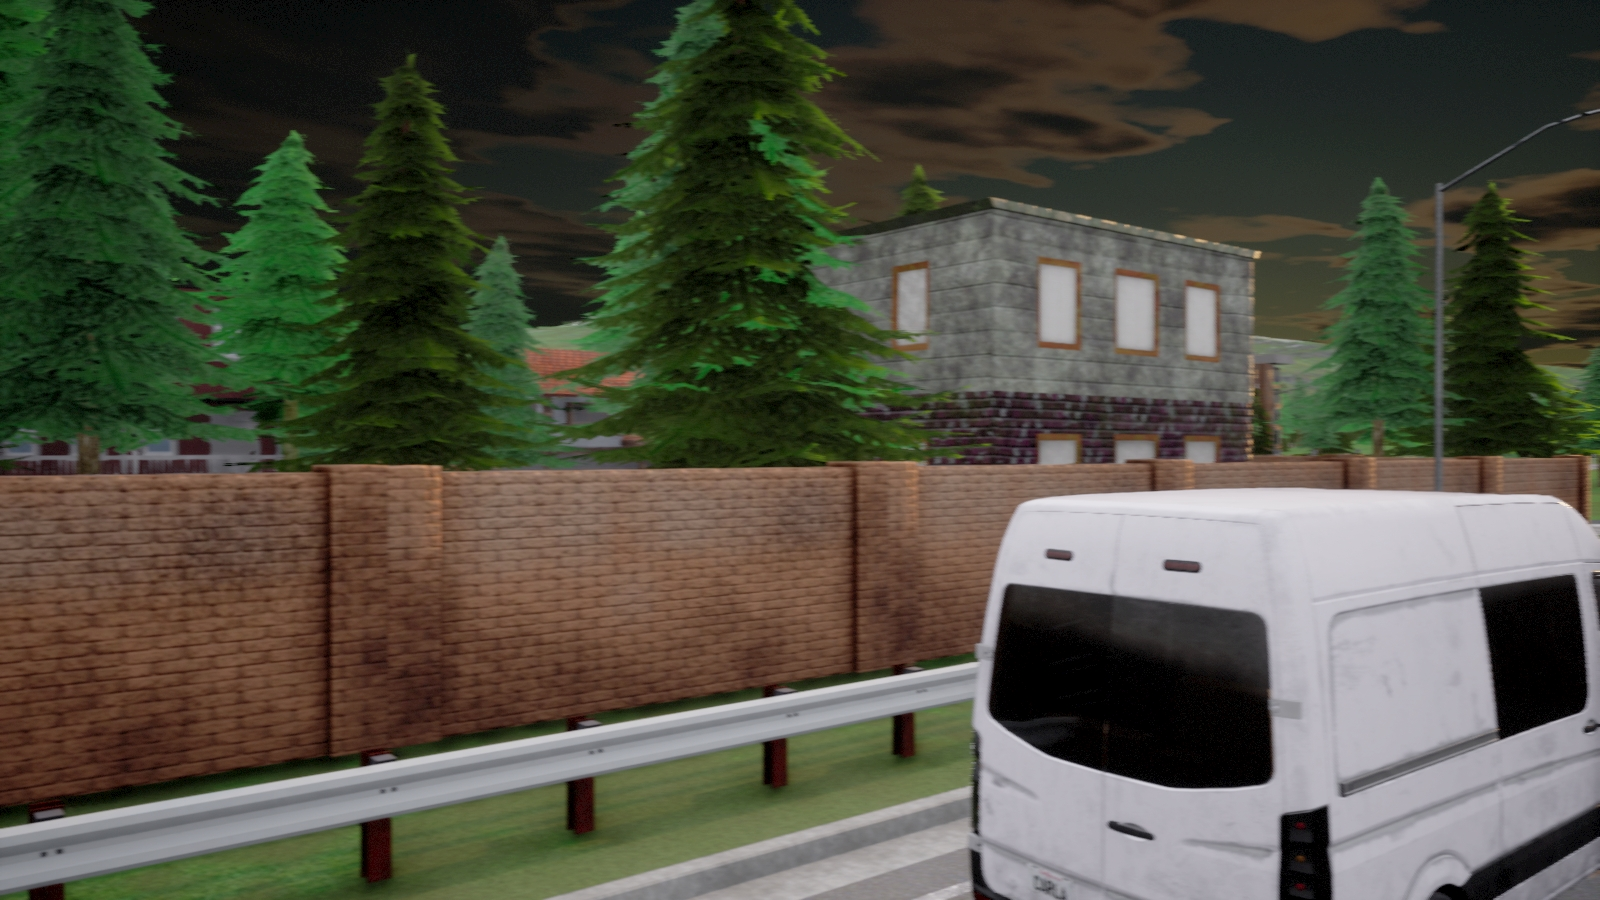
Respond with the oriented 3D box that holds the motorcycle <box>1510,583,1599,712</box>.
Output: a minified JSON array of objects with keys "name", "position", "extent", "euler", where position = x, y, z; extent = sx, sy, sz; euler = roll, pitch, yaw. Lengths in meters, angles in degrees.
[{"name":"motorcycle","position":[9.080,2.175,12.919],"extent":[2.033,1.199,0.803],"euler":[0,0,-25]}]

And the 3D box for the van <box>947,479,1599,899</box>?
[{"name":"van","position":[3.718,1.526,7.182],"extent":[5.915,2.561,1.988],"euler":[0,0,-39]}]
